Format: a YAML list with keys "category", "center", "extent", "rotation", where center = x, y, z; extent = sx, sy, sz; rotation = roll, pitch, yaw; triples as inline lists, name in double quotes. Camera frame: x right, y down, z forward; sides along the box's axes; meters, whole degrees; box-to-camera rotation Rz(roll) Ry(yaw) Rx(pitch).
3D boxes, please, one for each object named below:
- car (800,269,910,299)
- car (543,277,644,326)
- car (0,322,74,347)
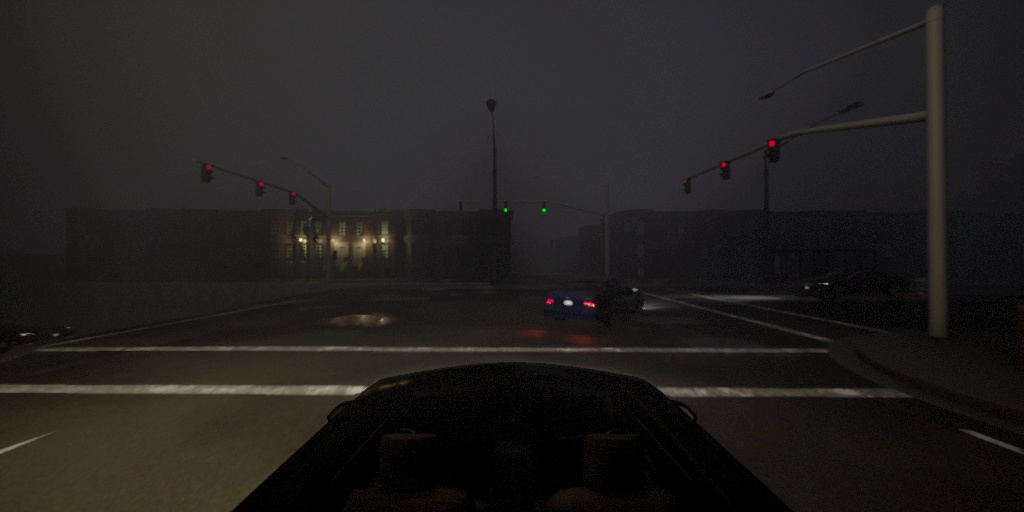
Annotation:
- category: "car"
  center: [18.170, 1.429, 19.147]
  extent: [4.902, 1.511, 2.128]
  rotation: [0, -1, 0]
- category: "car"
  center: [3.003, 1.413, 12.343]
  extent: [2.033, 1.411, 5.357]
  rotation: [-1, -1, 33]
- category: "car"
  center: [-21.748, 3.608, 15.245]
  extent: [4.674, 1.442, 1.812]
  rotation: [-13, 0, -1]
